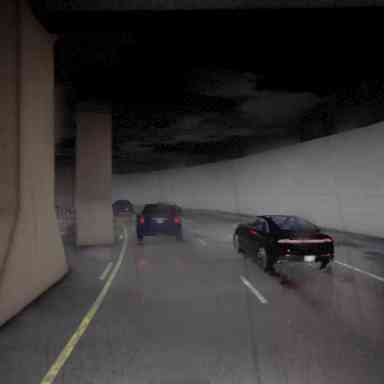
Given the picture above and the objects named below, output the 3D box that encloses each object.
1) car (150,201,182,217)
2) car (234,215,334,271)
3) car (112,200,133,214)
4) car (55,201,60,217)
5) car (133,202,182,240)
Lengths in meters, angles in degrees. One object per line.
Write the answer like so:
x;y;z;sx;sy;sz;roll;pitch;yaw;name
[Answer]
-2.627;1.611;32.792;1.895;1.301;4.718;0;0;-21;car
2.722;1.484;10.916;2.128;1.511;4.902;0;0;-7;car
-7.382;1.550;35.155;1.812;1.442;4.674;0;0;-23;car
-13.404;1.534;30.966;2.128;1.511;4.902;0;0;-22;car
-1.840;1.359;17.213;2.097;1.767;4.553;0;0;-11;car
